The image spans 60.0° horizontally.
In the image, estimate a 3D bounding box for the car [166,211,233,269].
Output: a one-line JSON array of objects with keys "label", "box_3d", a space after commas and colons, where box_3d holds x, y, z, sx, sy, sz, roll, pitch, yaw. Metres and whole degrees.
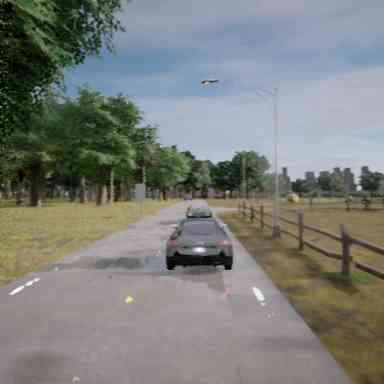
[{"label": "car", "box_3d": [0.244, 1.552, 11.095, 1.994, 1.385, 4.181, 0, 0, 1]}]

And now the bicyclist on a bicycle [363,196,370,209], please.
[{"label": "bicyclist on a bicycle", "box_3d": [20.606, 1.249, 39.300, 0.582, 1.620, 1.656, 0, 0, 1]}]

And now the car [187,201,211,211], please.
[{"label": "car", "box_3d": [0.520, 1.595, 25.348, 1.895, 1.301, 4.718, 0, 0, 1]}]

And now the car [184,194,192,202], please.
[{"label": "car", "box_3d": [-1.082, 1.561, 90.037, 2.150, 2.045, 5.566, 0, 0, 1]}]
